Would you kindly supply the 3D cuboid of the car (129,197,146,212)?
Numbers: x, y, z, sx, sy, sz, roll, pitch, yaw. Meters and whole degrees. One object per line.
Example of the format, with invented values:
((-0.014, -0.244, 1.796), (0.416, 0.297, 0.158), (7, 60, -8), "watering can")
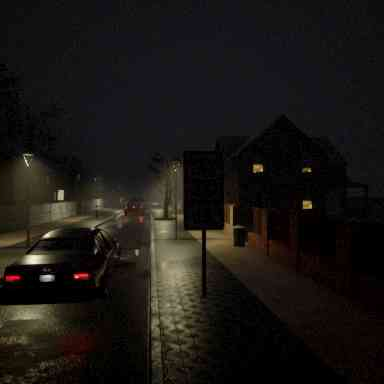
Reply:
((-7.872, 1.704, 48.435), (2.150, 2.045, 5.566), (0, -1, -7), "car")

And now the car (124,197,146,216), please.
((-6.576, 1.732, 38.370), (2.097, 1.767, 4.553), (0, -1, -6), "car")

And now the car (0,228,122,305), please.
((-2.923, 1.628, 8.496), (2.033, 1.411, 5.357), (0, -1, -7), "car")
